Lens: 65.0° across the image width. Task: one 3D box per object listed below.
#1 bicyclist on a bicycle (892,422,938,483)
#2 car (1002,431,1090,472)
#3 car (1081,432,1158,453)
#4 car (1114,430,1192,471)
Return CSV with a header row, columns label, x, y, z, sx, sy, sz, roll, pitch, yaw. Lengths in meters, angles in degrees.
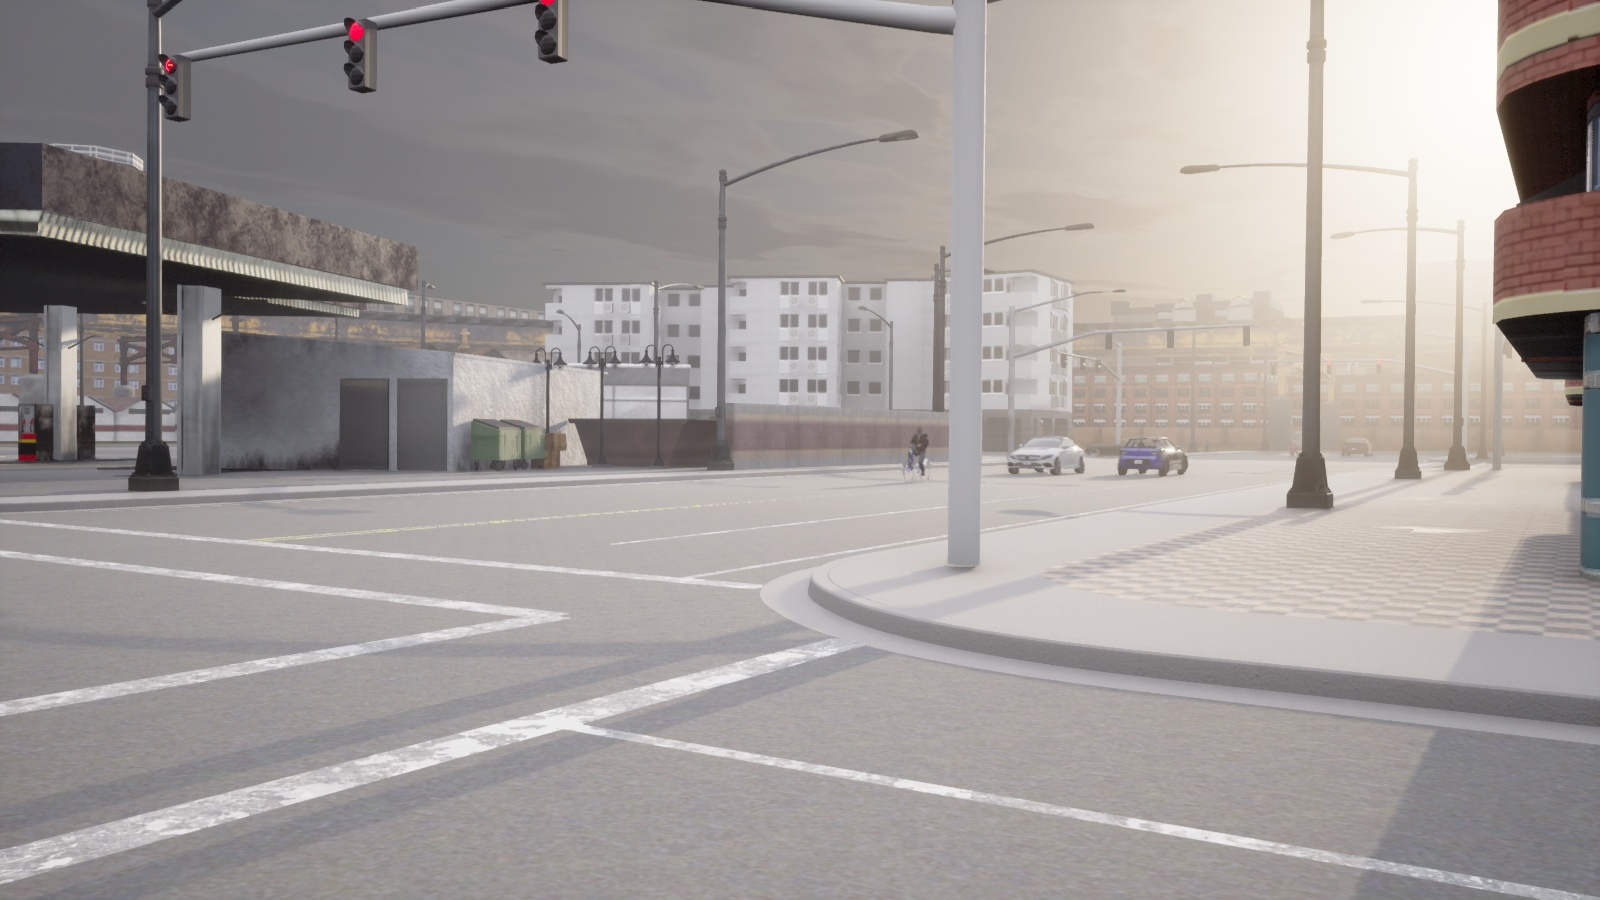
label,x,y,z,sx,sy,sz,roll,pitch,yaw
bicyclist on a bicycle,3.445,0.059,37.506,0.659,1.776,1.843,0,1,31
car,9.361,0.024,47.510,1.812,1.442,4.674,0,1,30
car,21.266,-0.501,83.529,4.718,1.301,1.895,0,1,22
car,13.358,-0.023,47.362,1.816,1.474,4.193,0,1,30
